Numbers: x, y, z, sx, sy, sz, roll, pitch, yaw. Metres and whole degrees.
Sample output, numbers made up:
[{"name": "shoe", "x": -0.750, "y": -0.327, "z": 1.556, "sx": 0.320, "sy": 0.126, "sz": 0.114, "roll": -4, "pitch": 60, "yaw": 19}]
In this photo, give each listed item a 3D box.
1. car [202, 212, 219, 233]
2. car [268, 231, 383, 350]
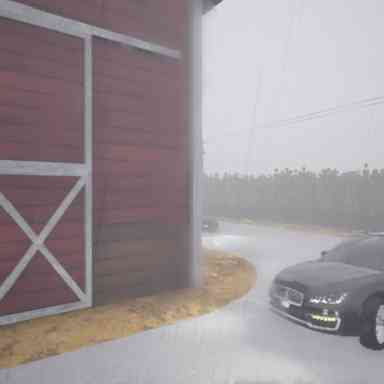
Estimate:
[{"name": "car", "x": -0.339, "y": 1.551, "z": 18.568, "sx": 1.994, "sy": 1.385, "sz": 4.181, "roll": 0, "pitch": 0, "yaw": -32}, {"name": "car", "x": 3.718, "y": 1.498, "z": 6.099, "sx": 4.892, "sy": 1.490, "sz": 1.837, "roll": 0, "pitch": -3, "yaw": -21}]
